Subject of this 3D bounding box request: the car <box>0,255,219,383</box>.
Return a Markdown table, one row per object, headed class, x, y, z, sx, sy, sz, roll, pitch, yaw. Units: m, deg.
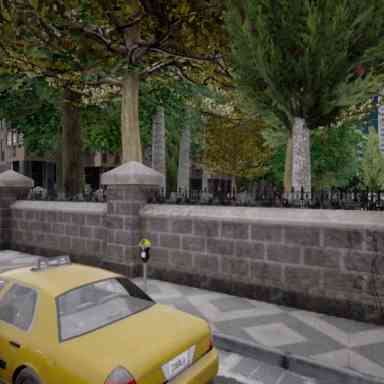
| class | x | y | z | sx | sy | sz | roll | pitch | yaw |
| --- | --- | --- | --- | --- | --- | --- | --- | --- | --- |
| car | -1.997 | 1.525 | 4.383 | 4.829 | 1.417 | 1.752 | 0 | 0 | 35 |
